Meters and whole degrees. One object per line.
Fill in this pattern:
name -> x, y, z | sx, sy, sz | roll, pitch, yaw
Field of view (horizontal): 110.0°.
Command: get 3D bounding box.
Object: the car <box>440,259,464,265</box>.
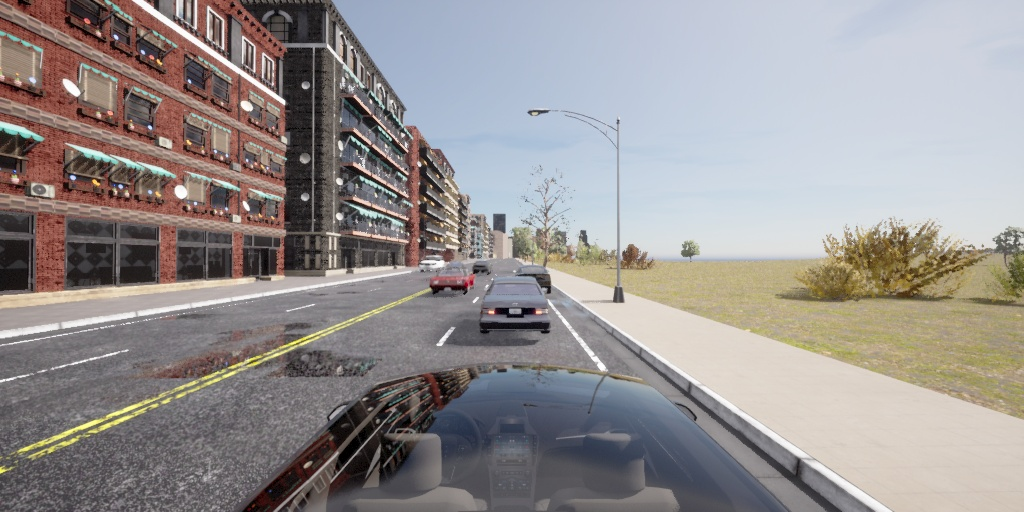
car -> -6.661, 1.298, 42.252 | 2.033, 1.411, 5.357 | 0, 0, 0

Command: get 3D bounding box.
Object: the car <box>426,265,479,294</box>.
car -> -3.179, 1.353, 20.105 | 1.895, 1.301, 4.718 | 0, 0, 0

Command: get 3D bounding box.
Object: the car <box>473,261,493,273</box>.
car -> -3.205, 1.259, 38.726 | 1.837, 1.490, 4.892 | 0, 1, 0

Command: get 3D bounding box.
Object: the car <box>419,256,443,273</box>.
car -> -9.913, 0.973, 44.772 | 2.150, 2.045, 5.566 | 0, 0, 0

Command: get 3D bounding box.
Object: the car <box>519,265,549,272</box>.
car -> 1.109, 1.230, 20.396 | 1.882, 1.535, 5.008 | 0, 0, 0

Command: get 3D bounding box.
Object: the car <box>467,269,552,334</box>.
car -> 0.089, 1.299, 10.632 | 2.033, 1.411, 5.357 | 0, 0, 0
